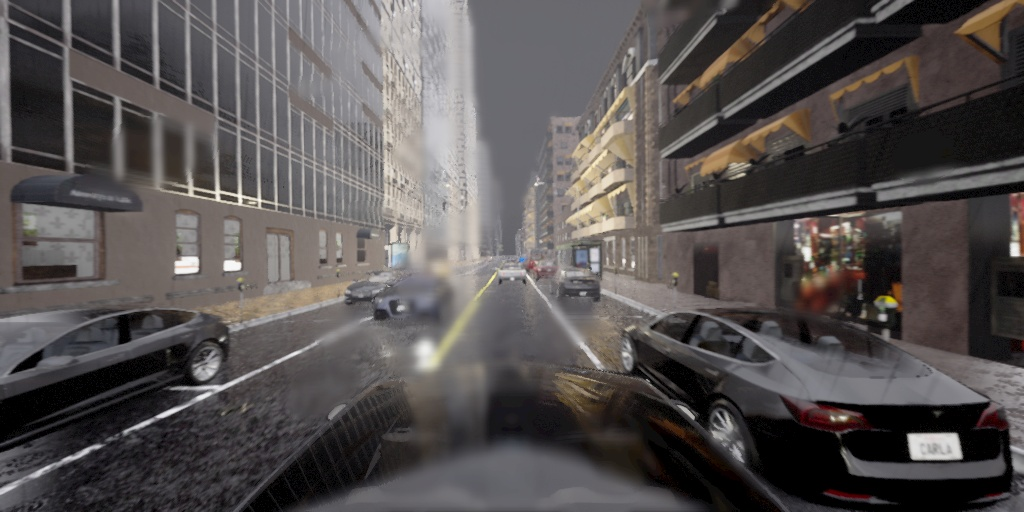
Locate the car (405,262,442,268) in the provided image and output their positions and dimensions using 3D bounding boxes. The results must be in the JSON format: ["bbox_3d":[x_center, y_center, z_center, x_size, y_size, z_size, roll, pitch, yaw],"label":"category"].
[{"bbox_3d":[-5.724,1.130,21.321,1.967,1.591,4.097,0,0,0],"label":"car"}]

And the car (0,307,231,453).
[{"bbox_3d":[-5.627,1.366,4.375,1.948,1.339,4.313,0,0,0],"label":"car"}]

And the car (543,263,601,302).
[{"bbox_3d":[2.689,1.175,15.719,2.007,1.370,4.403,0,0,0],"label":"car"}]

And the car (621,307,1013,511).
[{"bbox_3d":[2.754,1.264,4.423,1.948,1.339,4.313,0,0,0],"label":"car"}]

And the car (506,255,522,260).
[{"bbox_3d":[-0.094,0.949,47.072,2.128,1.511,4.902,-1,0,0],"label":"car"}]

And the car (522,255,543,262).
[{"bbox_3d":[2.561,0.796,38.312,2.192,1.841,5.009,0,0,0],"label":"car"}]

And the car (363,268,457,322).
[{"bbox_3d":[-3.087,1.282,12.123,1.994,1.385,4.181,-1,0,0],"label":"car"}]

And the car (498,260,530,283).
[{"bbox_3d":[0.023,1.193,25.788,1.895,1.301,4.718,-1,0,0],"label":"car"}]

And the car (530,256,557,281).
[{"bbox_3d":[2.624,0.992,27.015,1.967,1.591,4.097,0,0,0],"label":"car"}]

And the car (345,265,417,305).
[{"bbox_3d":[-5.691,1.276,15.672,2.007,1.370,4.403,0,0,0],"label":"car"}]

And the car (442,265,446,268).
[{"bbox_3d":[-5.754,1.180,26.798,1.751,1.417,4.829,0,0,0],"label":"car"}]
